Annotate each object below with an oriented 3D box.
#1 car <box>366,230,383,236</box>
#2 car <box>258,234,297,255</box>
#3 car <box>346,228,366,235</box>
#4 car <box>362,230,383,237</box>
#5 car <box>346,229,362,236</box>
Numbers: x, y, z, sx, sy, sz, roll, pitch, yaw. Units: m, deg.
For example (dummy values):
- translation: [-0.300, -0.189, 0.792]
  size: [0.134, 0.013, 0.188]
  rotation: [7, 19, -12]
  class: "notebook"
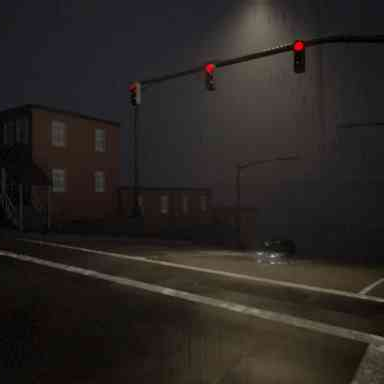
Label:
- translation: [41.830, 9.188, 74.620]
  size: [4.536, 1.218, 1.853]
  rotation: [0, 0, -1]
  class: "car"
- translation: [6.991, 4.203, 26.891]
  size: [2.128, 1.511, 4.902]
  rotation: [0, -13, 35]
  class: "car"
- translation: [38.020, 9.182, 77.351]
  size: [1.853, 1.218, 4.536]
  rotation: [0, 0, -11]
  class: "car"
- translation: [41.778, 9.346, 74.619]
  size: [4.974, 1.542, 2.038]
  rotation: [0, 0, -1]
  class: "car"
- translation: [38.030, 9.339, 77.300]
  size: [2.038, 1.542, 4.974]
  rotation: [0, 0, -11]
  class: "car"
